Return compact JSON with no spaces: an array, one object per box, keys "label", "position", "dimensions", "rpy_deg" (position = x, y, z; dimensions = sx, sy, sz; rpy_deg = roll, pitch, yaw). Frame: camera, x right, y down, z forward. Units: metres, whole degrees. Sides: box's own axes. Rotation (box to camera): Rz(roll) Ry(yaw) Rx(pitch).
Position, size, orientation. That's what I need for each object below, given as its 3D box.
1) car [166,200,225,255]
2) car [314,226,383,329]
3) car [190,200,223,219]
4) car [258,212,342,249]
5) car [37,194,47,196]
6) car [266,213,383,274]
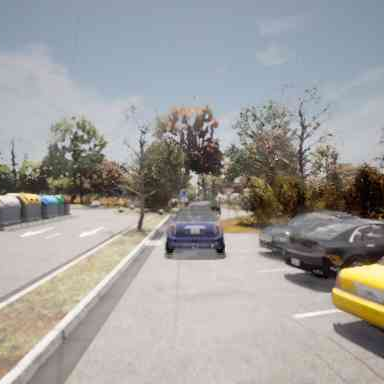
[{"label":"car","position":[0.112,1.361,13.588],"dimensions":[2.097,1.767,4.553],"rpy_deg":[0,0,0]},{"label":"car","position":[5.007,1.490,5.731],"dimensions":[5.366,1.575,1.946],"rpy_deg":[1,0,-20]},{"label":"car","position":[1.382,1.498,29.817],"dimensions":[1.882,1.535,5.008],"rpy_deg":[0,-2,16]},{"label":"car","position":[4.845,1.497,12.450],"dimensions":[4.892,1.521,2.231],"rpy_deg":[1,0,-20]},{"label":"car","position":[-25.333,1.022,55.312],"dimensions":[4.181,1.385,1.994],"rpy_deg":[4,-2,1]},{"label":"car","position":[4.830,1.495,9.056],"dimensions":[4.892,1.521,2.231],"rpy_deg":[1,0,-20]}]
